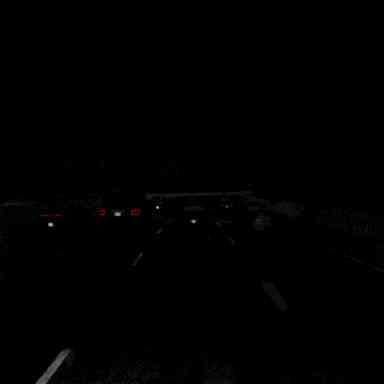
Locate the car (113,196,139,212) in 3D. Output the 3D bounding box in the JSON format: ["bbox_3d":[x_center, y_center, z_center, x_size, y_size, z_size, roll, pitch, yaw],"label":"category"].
[{"bbox_3d":[-6.905,1.259,35.341,1.837,1.490,4.892,0,0,0],"label":"car"}]

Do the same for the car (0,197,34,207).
[{"bbox_3d":[-17.593,1.291,33.846,1.812,1.442,4.674,0,0,0],"label":"car"}]

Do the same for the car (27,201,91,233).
[{"bbox_3d":[-6.902,1.362,18.674,2.128,1.511,4.902,0,0,0],"label":"car"}]

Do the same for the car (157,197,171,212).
[{"bbox_3d":[-3.405,1.259,35.346,1.837,1.490,4.892,0,0,0],"label":"car"}]

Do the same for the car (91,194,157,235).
[{"bbox_3d":[-3.402,1.097,17.897,2.150,2.045,5.566,0,0,0],"label":"car"}]

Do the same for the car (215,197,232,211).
[{"bbox_3d":[3.581,1.273,36.336,1.812,1.442,4.674,0,0,0],"label":"car"}]

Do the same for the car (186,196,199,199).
[{"bbox_3d":[0.095,1.221,36.850,1.882,1.535,5.008,0,0,0],"label":"car"}]

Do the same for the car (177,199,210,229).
[{"bbox_3d":[0.082,1.385,20.143,1.812,1.442,4.674,0,0,0],"label":"car"}]

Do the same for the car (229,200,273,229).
[{"bbox_3d":[3.597,1.385,20.100,1.812,1.442,4.674,0,0,0],"label":"car"}]
